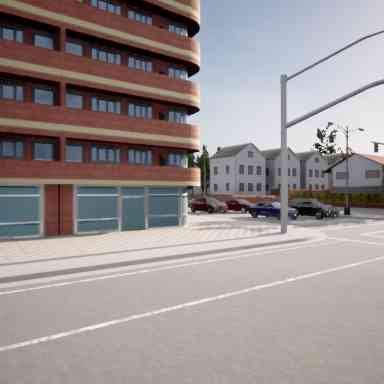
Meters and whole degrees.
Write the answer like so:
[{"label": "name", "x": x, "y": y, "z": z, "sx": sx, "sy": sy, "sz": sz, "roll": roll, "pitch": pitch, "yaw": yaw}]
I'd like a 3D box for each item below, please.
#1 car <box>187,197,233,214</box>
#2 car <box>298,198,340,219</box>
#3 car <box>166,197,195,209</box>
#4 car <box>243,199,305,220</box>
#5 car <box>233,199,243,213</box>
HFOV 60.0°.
[{"label": "car", "x": 1.825, "y": 1.352, "z": 35.399, "sx": 2.097, "sy": 1.767, "sz": 4.553, "roll": 0, "pitch": 0, "yaw": -34}, {"label": "car", "x": 10.457, "y": 1.352, "z": 29.098, "sx": 2.097, "sy": 1.767, "sz": 4.553, "roll": 0, "pitch": 0, "yaw": -35}, {"label": "car", "x": -1.686, "y": 1.507, "z": 46.640, "sx": 1.837, "sy": 1.490, "sz": 4.892, "roll": 0, "pitch": 0, "yaw": -35}, {"label": "car", "x": 6.823, "y": 1.526, "z": 28.204, "sx": 1.812, "sy": 1.442, "sz": 4.674, "roll": 0, "pitch": 0, "yaw": -35}, {"label": "car", "x": 5.203, "y": 1.478, "z": 36.672, "sx": 1.882, "sy": 1.535, "sz": 5.008, "roll": 0, "pitch": 0, "yaw": -35}]
